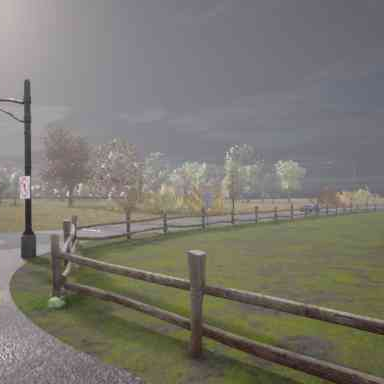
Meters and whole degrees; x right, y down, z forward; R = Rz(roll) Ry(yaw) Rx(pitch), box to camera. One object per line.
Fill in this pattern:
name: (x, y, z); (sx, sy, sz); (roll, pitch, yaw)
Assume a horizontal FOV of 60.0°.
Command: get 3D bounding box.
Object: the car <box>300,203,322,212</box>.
car: (18.950, 2.449, 52.944); (2.033, 1.411, 5.357); (-1, -2, 40)
